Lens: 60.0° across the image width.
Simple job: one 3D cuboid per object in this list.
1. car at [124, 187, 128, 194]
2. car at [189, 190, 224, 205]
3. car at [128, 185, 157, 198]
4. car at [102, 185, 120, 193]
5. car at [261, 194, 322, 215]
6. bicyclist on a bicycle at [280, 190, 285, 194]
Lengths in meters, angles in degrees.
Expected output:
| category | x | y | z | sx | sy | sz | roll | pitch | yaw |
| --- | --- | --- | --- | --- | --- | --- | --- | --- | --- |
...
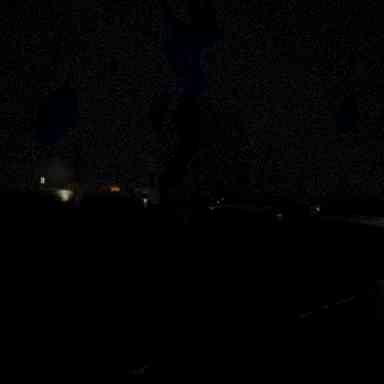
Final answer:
| category | x | y | z | sx | sy | sz | roll | pitch | yaw |
| --- | --- | --- | --- | --- | --- | --- | --- | --- | --- |
| car | -9.499 | -0.450 | 54.879 | 2.097 | 1.767 | 4.553 | 0 | 2 | -36 |
| car | 1.064 | 0.537 | 34.953 | 2.033 | 1.411 | 5.357 | 0 | 2 | -35 |
| car | -6.548 | 0.043 | 45.679 | 1.812 | 1.442 | 4.674 | 0 | 2 | -35 |
| car | -15.413 | -0.662 | 63.177 | 1.882 | 1.535 | 5.008 | 0 | 2 | -36 |
| car | 7.614 | 0.899 | 25.746 | 2.128 | 1.511 | 4.902 | 0 | 2 | -35 |
| bicyclist on a bicycle | 9.199 | 0.665 | 33.841 | 1.656 | 1.620 | 0.582 | 0 | 2 | -35 |
